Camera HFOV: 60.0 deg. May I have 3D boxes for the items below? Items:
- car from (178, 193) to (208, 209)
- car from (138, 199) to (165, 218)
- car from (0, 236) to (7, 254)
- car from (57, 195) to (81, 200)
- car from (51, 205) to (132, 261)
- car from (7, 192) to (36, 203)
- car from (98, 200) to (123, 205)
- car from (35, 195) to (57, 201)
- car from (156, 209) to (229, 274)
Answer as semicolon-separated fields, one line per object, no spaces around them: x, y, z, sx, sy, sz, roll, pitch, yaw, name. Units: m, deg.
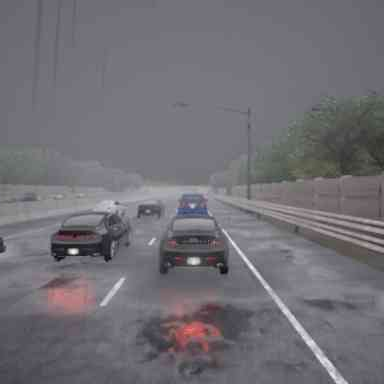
0.064;1.106;25.985;2.150;2.045;5.566;0;1;0;car
-3.424;1.348;28.532;1.882;1.535;5.008;0;0;0;car
-6.954;1.511;8.334;2.033;1.411;5.357;0;0;1;car
-17.578;1.278;48.853;1.837;1.490;4.892;0;1;0;car
-3.428;1.453;12.080;1.837;1.490;4.892;0;1;0;car
-24.571;0.998;48.462;2.150;2.045;5.566;0;0;0;car
-6.926;1.399;28.006;1.812;1.442;4.674;0;0;0;car
-21.068;1.335;49.474;1.994;1.385;4.181;0;0;0;car
0.061;1.454;10.329;1.837;1.490;4.892;0;-1;0;car
